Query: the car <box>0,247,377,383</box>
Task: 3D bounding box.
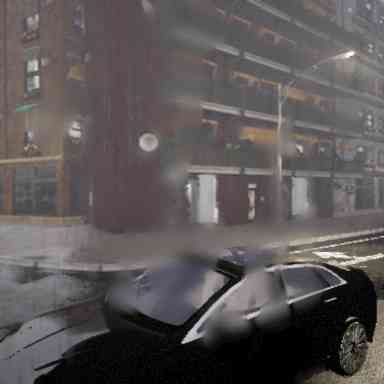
[{"bbox_3d":[0.313,1.493,3.950,4.902,1.511,2.128,0,0,-36],"label":"car"}]
